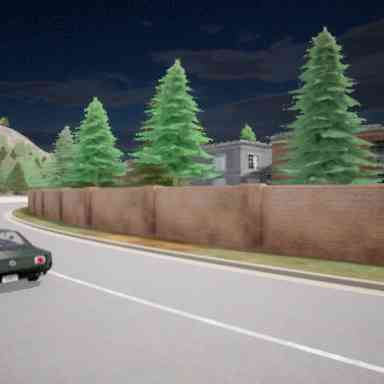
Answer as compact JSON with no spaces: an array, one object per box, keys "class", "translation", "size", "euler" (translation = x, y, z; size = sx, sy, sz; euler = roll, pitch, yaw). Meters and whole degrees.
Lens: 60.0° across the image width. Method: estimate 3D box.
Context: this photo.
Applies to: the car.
[{"class":"car","translation":[-5.657,1.627,8.839],"size":[4.718,1.301,1.895],"euler":[0,0,42]}]
